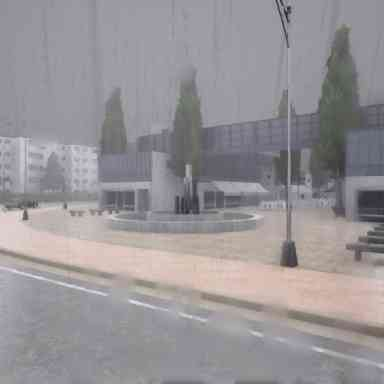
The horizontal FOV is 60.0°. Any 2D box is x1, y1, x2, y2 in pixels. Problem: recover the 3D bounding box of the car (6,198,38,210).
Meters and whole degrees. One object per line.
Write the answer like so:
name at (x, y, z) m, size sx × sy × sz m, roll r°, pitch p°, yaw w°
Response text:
car at (-21.859, 1.491, 43.015) m, size 2.128 × 1.511 × 4.902 m, roll 0°, pitch 0°, yaw 5°
